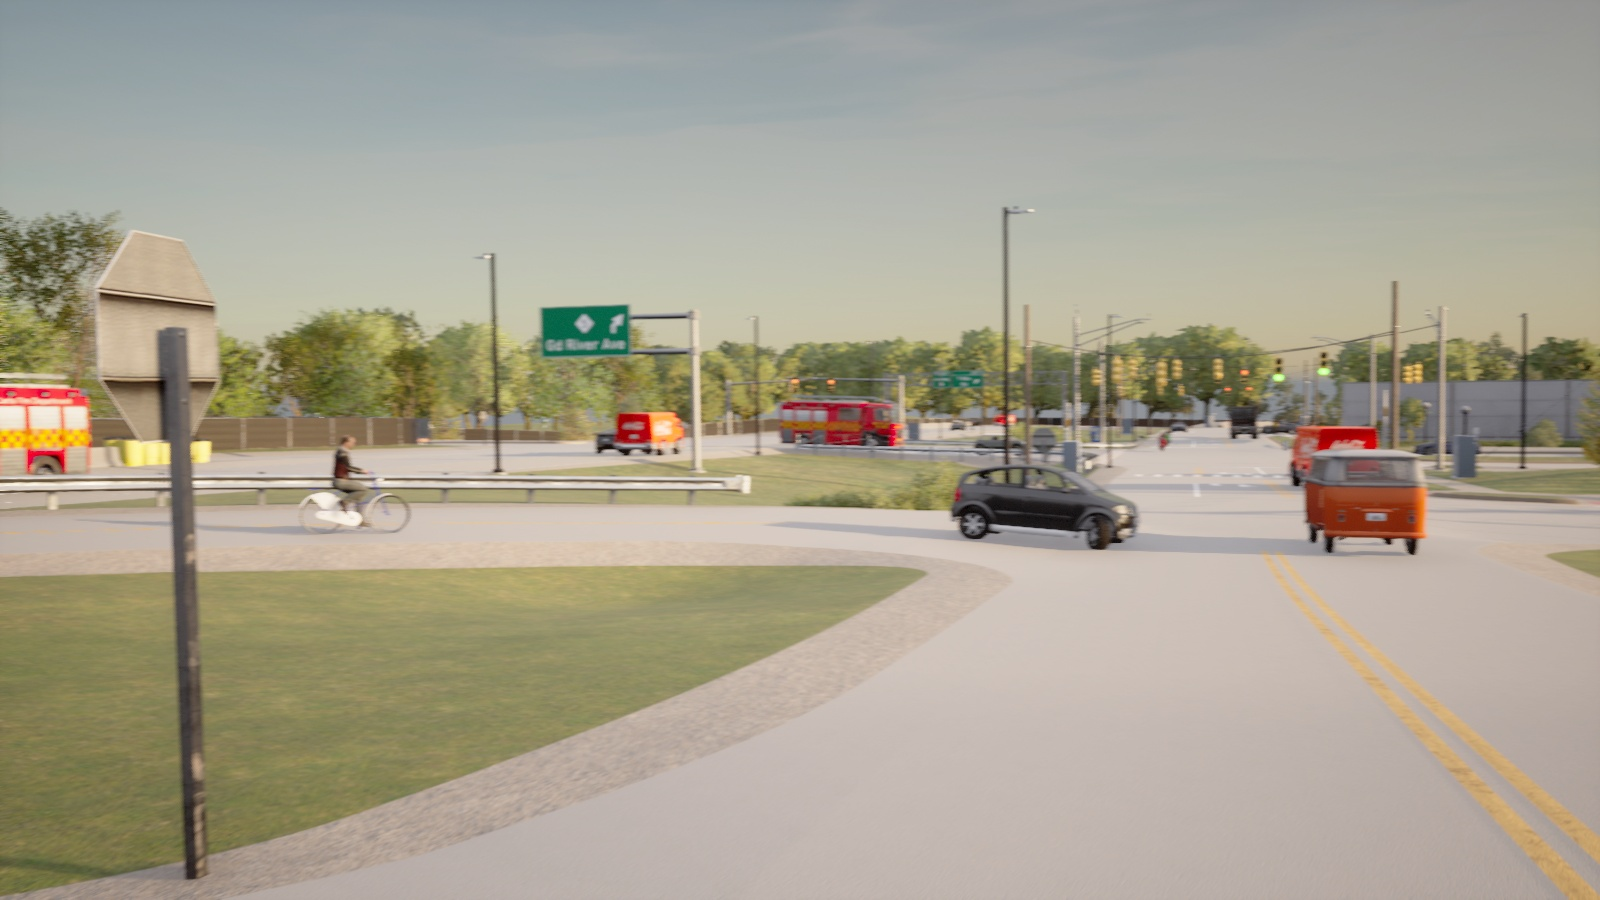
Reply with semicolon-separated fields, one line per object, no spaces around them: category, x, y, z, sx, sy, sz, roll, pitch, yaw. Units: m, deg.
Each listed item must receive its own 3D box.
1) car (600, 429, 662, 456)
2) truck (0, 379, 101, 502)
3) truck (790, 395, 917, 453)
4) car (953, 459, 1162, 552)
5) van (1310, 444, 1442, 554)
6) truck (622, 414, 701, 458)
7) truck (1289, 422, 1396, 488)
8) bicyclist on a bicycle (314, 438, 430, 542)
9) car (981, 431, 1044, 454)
car;-10.309;-0.494;77.090;2.007;1.525;4.514;0;2;18
truck;-26.411;-0.276;38.939;2.891;3.827;8.468;0;2;18
truck;3.773;-1.878;88.509;8.468;3.827;2.891;2;2;18
car;5.192;1.066;25.359;3.705;1.549;1.789;3;1;29
van;11.361;0.878;25.049;1.775;1.987;4.442;0;0;17
truck;-7.963;-0.848;72.996;2.627;2.467;5.204;0;2;18
truck;21.508;0.130;50.061;2.627;2.467;5.204;-1;1;8
bicyclist on a bicycle;-7.588;0.695;22.285;1.843;1.776;0.659;0;2;-28
car;14.378;-0.499;84.968;3.806;1.475;1.970;0;2;23
